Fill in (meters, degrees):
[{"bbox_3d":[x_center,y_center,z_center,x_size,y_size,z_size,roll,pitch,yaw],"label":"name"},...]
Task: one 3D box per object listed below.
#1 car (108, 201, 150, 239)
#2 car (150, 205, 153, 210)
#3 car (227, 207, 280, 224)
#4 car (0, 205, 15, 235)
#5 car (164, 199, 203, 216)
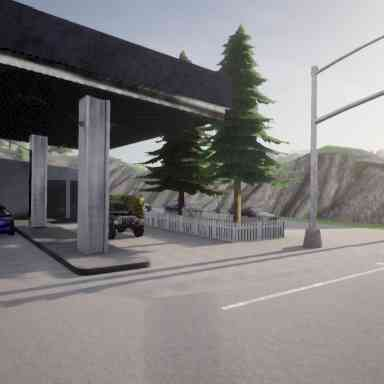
[{"bbox_3d":[-4.248,1.448,18.395,1.905,1.878,3.866,1,0,-35],"label":"car"},{"bbox_3d":[-6.889,1.666,41.467,2.033,1.411,5.357,1,0,-34],"label":"car"},{"bbox_3d":[4.548,1.815,24.883,1.994,1.385,4.181,1,0,-35],"label":"car"},{"bbox_3d":[-11.376,1.525,18.673,2.242,1.667,4.611,1,0,-35],"label":"car"},{"bbox_3d":[-0.856,1.541,32.721,2.097,1.767,4.553,1,0,-35],"label":"car"}]
